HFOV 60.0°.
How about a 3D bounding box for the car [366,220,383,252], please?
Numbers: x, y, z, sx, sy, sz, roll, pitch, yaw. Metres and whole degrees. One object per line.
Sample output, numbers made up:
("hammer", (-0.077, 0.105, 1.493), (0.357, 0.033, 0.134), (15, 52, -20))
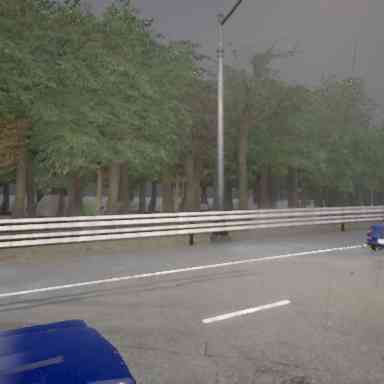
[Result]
("car", (8.499, 1.523, 12.506), (4.674, 1.442, 1.812), (0, 0, -30))

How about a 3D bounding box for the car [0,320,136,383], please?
("car", (-2.584, 1.600, 1.832), (4.718, 1.301, 1.895), (0, 0, -32))
